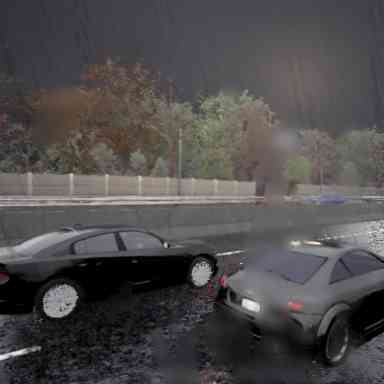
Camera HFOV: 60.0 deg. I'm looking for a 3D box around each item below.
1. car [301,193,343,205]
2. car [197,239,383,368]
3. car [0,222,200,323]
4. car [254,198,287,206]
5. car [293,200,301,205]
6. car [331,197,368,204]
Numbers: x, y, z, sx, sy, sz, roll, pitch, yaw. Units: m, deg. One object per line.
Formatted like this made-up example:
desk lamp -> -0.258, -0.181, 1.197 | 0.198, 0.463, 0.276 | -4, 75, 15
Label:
car -> 15.559, 1.155, 38.570 | 5.566, 2.045, 2.150 | 1, 1, -38
car -> 2.397, 1.549, 5.819 | 4.181, 1.385, 1.994 | 1, 1, -38
car -> -1.619, 1.392, 7.120 | 5.008, 1.535, 1.882 | 0, 1, -38
car -> 10.178, 1.416, 43.256 | 4.718, 1.301, 1.895 | 1, 1, -38
car -> 14.752, 1.456, 42.385 | 4.181, 1.385, 1.994 | 1, 1, -38
car -> 17.615, 1.533, 35.745 | 5.357, 1.411, 2.033 | 1, 1, -38
